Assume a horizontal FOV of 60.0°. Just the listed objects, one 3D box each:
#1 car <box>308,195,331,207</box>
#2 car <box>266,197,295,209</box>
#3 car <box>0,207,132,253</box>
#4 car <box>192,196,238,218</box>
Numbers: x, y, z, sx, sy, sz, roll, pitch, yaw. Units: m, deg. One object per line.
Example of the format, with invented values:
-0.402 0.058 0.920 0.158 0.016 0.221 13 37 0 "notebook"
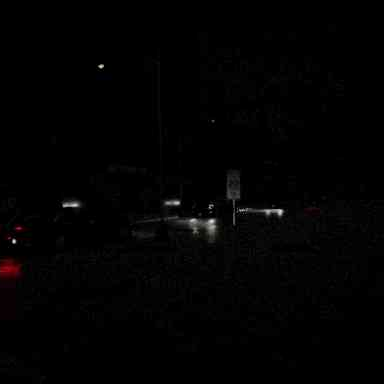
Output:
16.135 1.104 42.104 1.837 1.490 4.892 -2 -1 35 "car"
10.423 1.277 39.109 1.895 1.301 4.718 -2 -1 36 "car"
-4.521 1.362 13.067 1.837 1.490 4.892 -2 0 35 "car"
1.899 1.109 27.187 2.097 1.767 4.553 -2 0 36 "car"
